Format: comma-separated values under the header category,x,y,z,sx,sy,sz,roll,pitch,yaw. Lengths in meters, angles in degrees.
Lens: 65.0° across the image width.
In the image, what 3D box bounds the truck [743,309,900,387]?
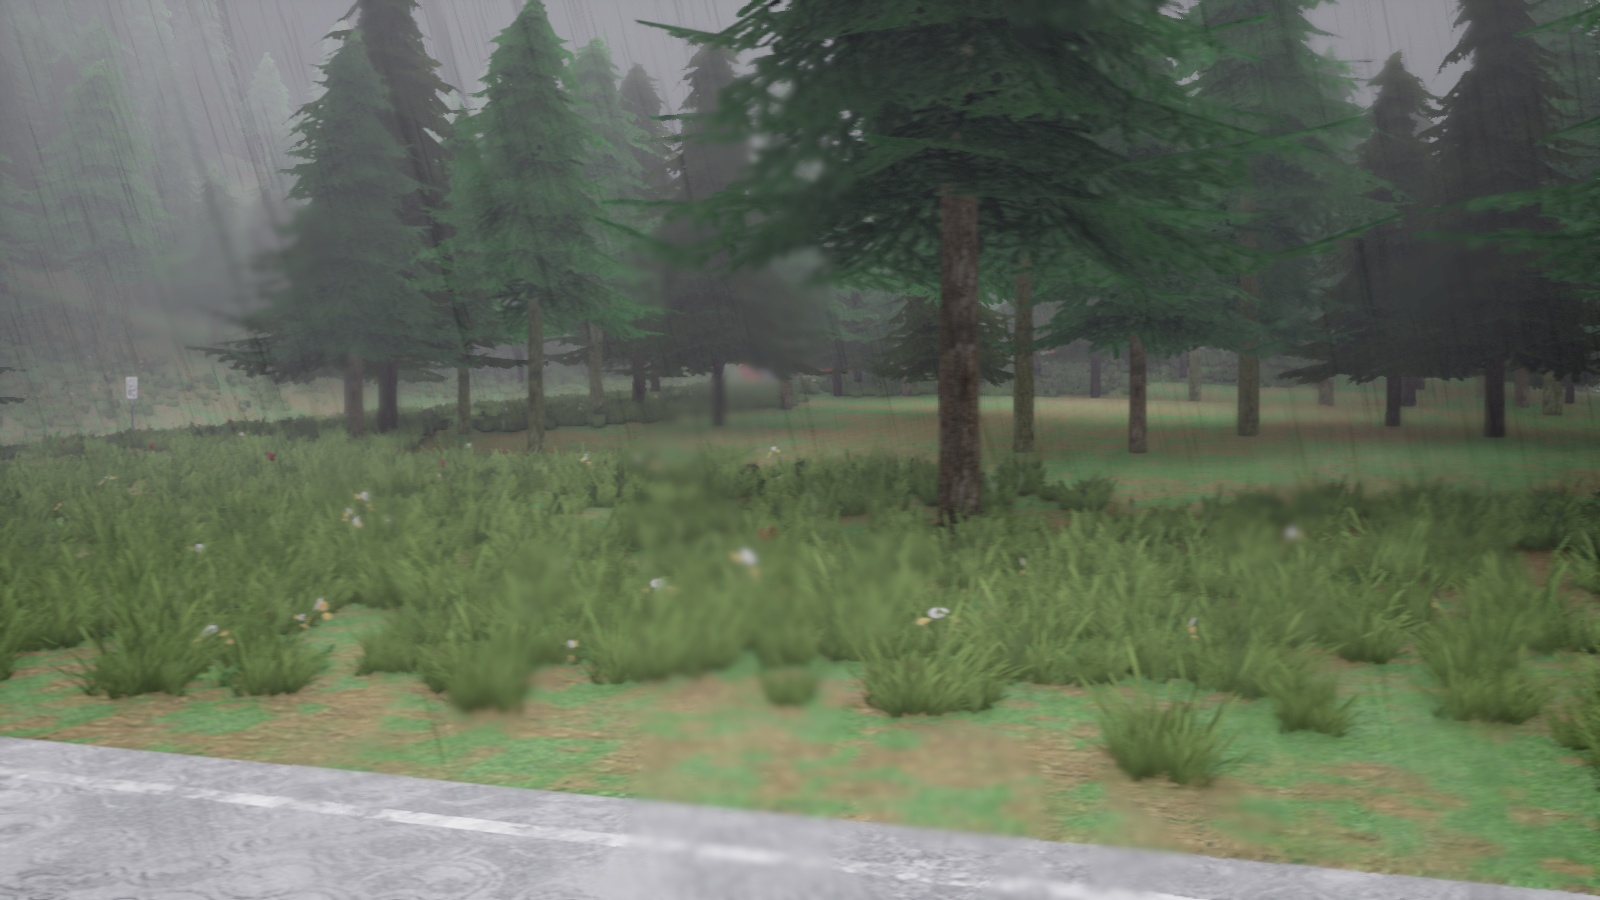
category,x,y,z,sx,sy,sz,roll,pitch,yaw
truck,1.279,-5.953,73.277,8.468,3.827,2.891,-6,3,-25
